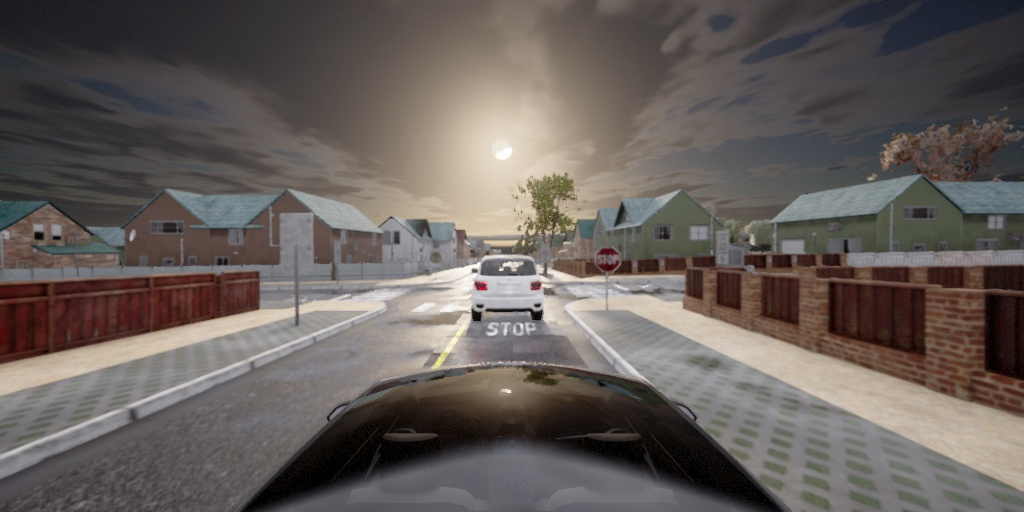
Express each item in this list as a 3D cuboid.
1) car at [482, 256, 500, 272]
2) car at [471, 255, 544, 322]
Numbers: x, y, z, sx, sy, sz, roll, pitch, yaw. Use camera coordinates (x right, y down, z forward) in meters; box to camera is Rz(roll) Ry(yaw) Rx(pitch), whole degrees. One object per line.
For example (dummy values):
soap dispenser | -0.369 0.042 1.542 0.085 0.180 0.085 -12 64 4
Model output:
car | -2.832 1.076 49.161 2.150 2.045 5.566 0 0 0
car | -0.254 0.998 12.577 2.150 2.045 5.566 0 0 -4
